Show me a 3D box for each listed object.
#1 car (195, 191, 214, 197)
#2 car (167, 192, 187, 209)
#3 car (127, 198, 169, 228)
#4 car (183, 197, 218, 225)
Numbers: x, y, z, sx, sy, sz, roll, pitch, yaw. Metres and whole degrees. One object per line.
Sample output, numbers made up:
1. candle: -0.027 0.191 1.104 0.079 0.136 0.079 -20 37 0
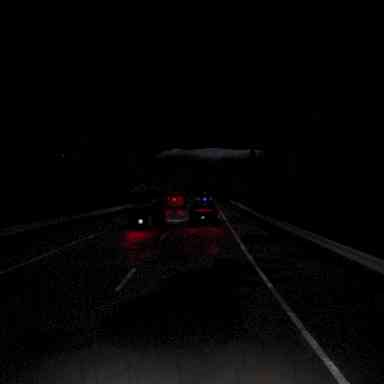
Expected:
1. car: 1.610 0.949 41.816 2.150 2.045 5.566 0 0 3
2. car: -1.929 0.957 41.152 2.150 2.045 5.566 0 1 2
3. car: -2.789 1.370 21.107 1.837 1.490 4.892 0 1 2
4. car: 0.780 1.342 22.893 2.128 1.511 4.902 0 0 2
